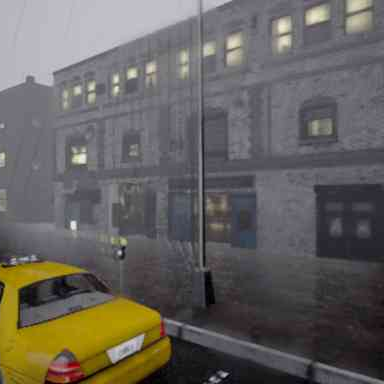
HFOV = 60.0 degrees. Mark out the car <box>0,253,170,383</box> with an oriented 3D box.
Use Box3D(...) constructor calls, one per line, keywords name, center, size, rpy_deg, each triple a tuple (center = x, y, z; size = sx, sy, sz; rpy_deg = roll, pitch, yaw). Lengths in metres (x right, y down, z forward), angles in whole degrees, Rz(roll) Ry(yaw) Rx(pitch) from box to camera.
Box3D(name="car", center=(-2.533, 1.553, 4.708), size=(4.829, 1.417, 1.752), rpy_deg=(0, -1, 36))
